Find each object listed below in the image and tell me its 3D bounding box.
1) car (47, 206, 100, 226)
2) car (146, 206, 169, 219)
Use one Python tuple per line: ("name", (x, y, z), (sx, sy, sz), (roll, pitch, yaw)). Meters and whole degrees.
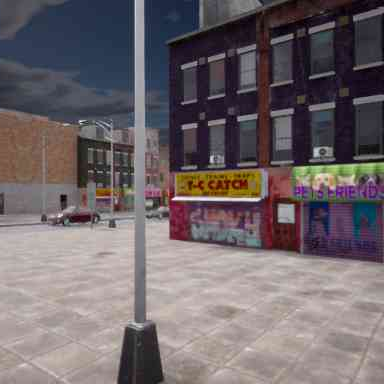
("car", (-9.487, 1.825, 26.712), (1.967, 1.590, 4.097), (-2, -2, 36))
("car", (-3.063, 2.170, 35.504), (2.008, 1.369, 4.403), (-2, -2, 36))
